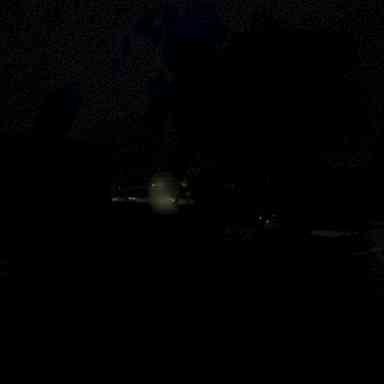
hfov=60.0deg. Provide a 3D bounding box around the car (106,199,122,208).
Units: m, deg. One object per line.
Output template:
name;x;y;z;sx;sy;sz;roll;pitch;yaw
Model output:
car;-14.694;2.137;62.583;1.994;1.385;4.181;0;0;-26

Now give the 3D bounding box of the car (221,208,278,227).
car;4.092;1.855;24.982;1.895;1.301;4.718;0;0;-34

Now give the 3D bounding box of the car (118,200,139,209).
car;-9.900;1.991;53.536;1.837;1.490;4.892;0;0;-28
